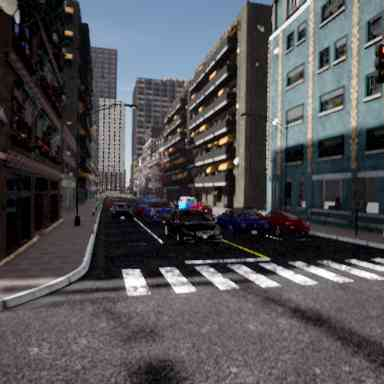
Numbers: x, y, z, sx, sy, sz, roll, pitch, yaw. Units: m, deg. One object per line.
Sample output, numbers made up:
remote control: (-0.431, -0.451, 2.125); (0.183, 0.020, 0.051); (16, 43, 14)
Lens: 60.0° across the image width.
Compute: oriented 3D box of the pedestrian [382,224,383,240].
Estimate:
pedestrian: (7.998, 1.453, 13.468); (0.375, 1.860, 0.375); (0, 0, -15)

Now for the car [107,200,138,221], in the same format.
car: (-5.857, 1.608, 27.554); (1.947, 1.339, 4.313); (0, 0, -15)

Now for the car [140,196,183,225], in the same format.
car: (-2.351, 1.426, 24.440); (2.097, 1.767, 4.553); (1, 0, -15)

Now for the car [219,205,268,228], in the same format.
car: (3.653, 1.723, 24.323); (1.947, 1.339, 4.313); (0, 0, -15)

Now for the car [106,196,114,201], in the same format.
car: (-21.260, 1.740, 86.327); (1.947, 1.339, 4.313); (0, 0, -15)

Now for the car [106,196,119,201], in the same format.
car: (-10.058, 1.619, 43.583); (1.887, 1.381, 4.507); (0, 0, -15)

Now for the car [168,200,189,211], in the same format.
car: (-1.949, 1.766, 45.696); (1.947, 1.339, 4.313); (0, 0, -15)

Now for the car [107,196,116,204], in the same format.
car: (-17.017, 1.660, 70.134); (1.752, 1.417, 4.829); (0, 0, -15)

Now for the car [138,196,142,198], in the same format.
car: (-14.551, 1.864, 93.781); (2.008, 1.369, 4.403); (0, 0, -15)

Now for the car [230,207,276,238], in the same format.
car: (2.517, 1.711, 18.646); (1.895, 1.301, 4.718); (1, 0, -15)

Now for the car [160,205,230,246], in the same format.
car: (-0.071, 1.563, 15.704); (1.837, 1.490, 4.892); (1, 0, -14)

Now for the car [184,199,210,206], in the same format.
car: (0.852, 1.723, 35.009); (1.887, 1.381, 4.507); (0, 0, -15)

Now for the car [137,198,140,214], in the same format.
car: (-4.882, 1.657, 34.091); (1.994, 1.385, 4.181); (1, 0, -15)

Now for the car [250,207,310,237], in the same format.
car: (5.053, 1.729, 18.980); (1.802, 1.307, 4.206); (0, 0, -15)

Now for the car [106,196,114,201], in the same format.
car: (-22.660, 1.733, 91.670); (1.887, 1.381, 4.507); (0, 0, -15)

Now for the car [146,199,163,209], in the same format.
car: (-5.656, 1.735, 49.659); (1.994, 1.385, 4.181); (1, 0, -15)

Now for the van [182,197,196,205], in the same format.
van: (-0.547, 1.530, 40.353); (1.690, 1.788, 3.998); (0, 0, -15)
